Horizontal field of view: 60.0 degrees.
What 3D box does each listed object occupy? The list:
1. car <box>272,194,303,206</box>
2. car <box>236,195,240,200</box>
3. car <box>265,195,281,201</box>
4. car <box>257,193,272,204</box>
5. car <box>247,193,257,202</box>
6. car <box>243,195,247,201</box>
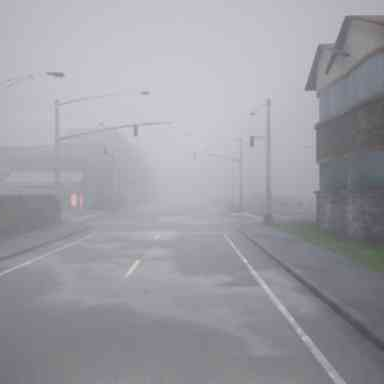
[{"bbox_3d":[14.443,1.310,49.651,3.806,1.475,1.970,0,0,0],"label":"car"},{"bbox_3d":[13.801,1.508,90.351,3.633,1.501,1.845,0,0,0],"label":"car"},{"bbox_3d":[21.225,1.512,87.379,3.806,1.475,1.970,0,0,0],"label":"car"},{"bbox_3d":[14.113,1.241,56.068,5.027,1.636,2.152,0,0,0],"label":"car"},{"bbox_3d":[14.099,1.182,68.862,3.866,1.878,1.905,0,0,0],"label":"car"},{"bbox_3d":[13.683,1.206,71.768,4.605,1.855,1.932,0,0,0],"label":"car"}]
